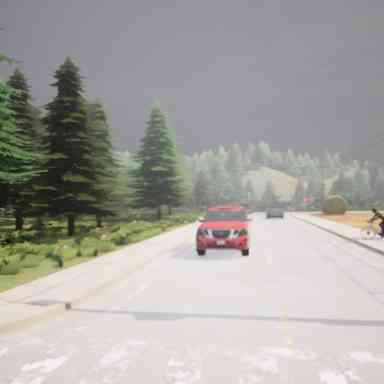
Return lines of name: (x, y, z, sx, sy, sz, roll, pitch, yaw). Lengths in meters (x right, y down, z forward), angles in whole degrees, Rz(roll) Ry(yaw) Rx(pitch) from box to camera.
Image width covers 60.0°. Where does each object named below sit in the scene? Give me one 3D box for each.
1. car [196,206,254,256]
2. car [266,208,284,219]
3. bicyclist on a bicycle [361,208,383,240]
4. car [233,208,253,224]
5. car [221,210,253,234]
car: (1.639, 1.693, 15.669, 2.150, 2.045, 5.566, -2, -2, 11)
car: (10.441, 2.652, 41.856, 1.994, 1.385, 4.181, -2, -2, 11)
bicyclist on a bicycle: (9.525, 1.646, 17.054, 1.656, 1.620, 0.582, -2, -2, 11)
car: (5.576, 2.517, 36.019, 1.837, 1.490, 4.892, -2, -2, 11)
car: (3.593, 2.232, 25.789, 2.128, 1.511, 4.902, -2, -2, 11)
